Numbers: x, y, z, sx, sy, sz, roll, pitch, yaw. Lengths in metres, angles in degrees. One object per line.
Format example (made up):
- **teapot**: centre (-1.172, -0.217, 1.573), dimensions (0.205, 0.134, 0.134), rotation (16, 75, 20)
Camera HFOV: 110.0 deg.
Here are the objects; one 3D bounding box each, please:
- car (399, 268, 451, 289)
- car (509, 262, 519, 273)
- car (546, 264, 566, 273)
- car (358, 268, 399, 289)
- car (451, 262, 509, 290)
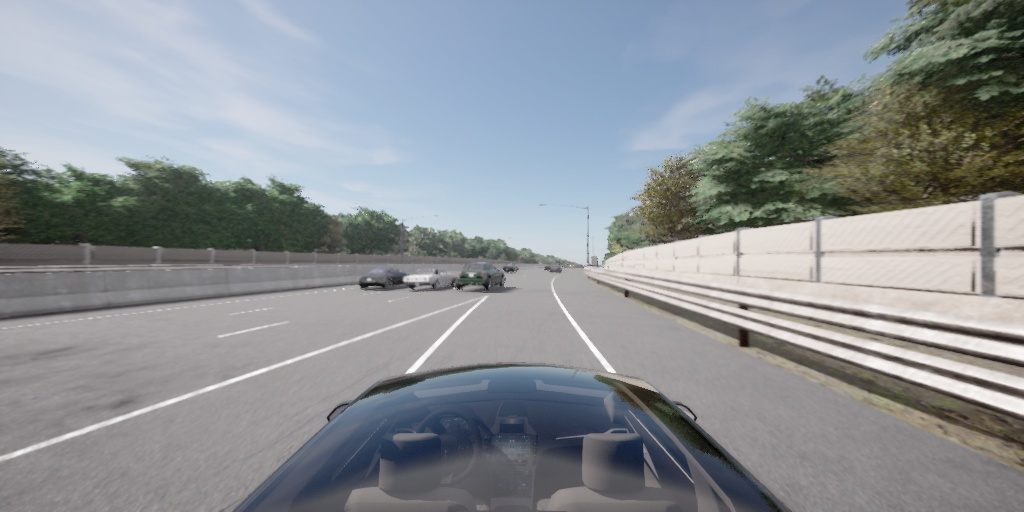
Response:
- **car**: centre (-5.328, 1.484, 24.235), dimensions (1.895, 1.301, 4.718), rotation (-1, -1, 14)
- **car**: centre (-0.219, 2.067, 60.194), dimensions (1.882, 1.535, 5.008), rotation (0, -1, 14)
- **car**: centre (7.985, 2.215, 64.343), dimensions (2.128, 1.511, 4.902), rotation (0, -1, 14)
- **car**: centre (-8.724, 1.490, 25.024), dimensions (1.994, 1.385, 4.181), rotation (0, 0, 14)
- **car**: centre (-1.922, 1.205, 23.348), dimensions (2.097, 1.767, 4.553), rotation (0, -1, 14)
